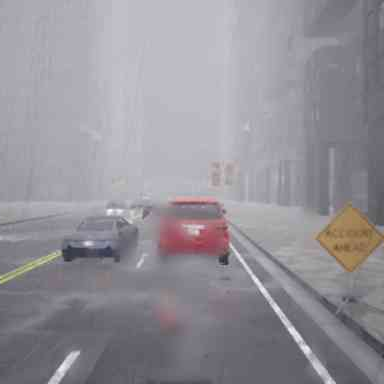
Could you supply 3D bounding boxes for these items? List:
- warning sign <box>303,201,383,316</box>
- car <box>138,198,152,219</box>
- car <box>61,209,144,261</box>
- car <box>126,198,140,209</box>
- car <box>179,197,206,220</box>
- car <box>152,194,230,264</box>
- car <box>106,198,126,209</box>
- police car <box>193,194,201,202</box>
[{"bbox_3d":[2.845,1.108,6.018,1.300,1.860,1.060,0,0,0],"label":"warning sign"},{"bbox_3d":[-3.170,1.471,29.015,1.837,1.490,4.892,0,1,0],"label":"car"},{"bbox_3d":[-3.170,1.550,12.251,1.994,1.385,4.181,0,0,0],"label":"car"},{"bbox_3d":[-6.608,1.494,42.366,2.033,1.411,5.357,0,0,0],"label":"car"},{"bbox_3d":[0.076,1.317,28.234,2.097,1.767,4.553,0,0,0],"label":"car"},{"bbox_3d":[0.082,1.208,11.933,2.150,2.045,5.566,0,0,1],"label":"car"},{"bbox_3d":[-9.848,1.509,43.804,1.994,1.385,4.181,0,0,0],"label":"car"},{"bbox_3d":[1.112,1.340,76.128,1.930,1.638,5.238,0,0,0],"label":"police car"}]
